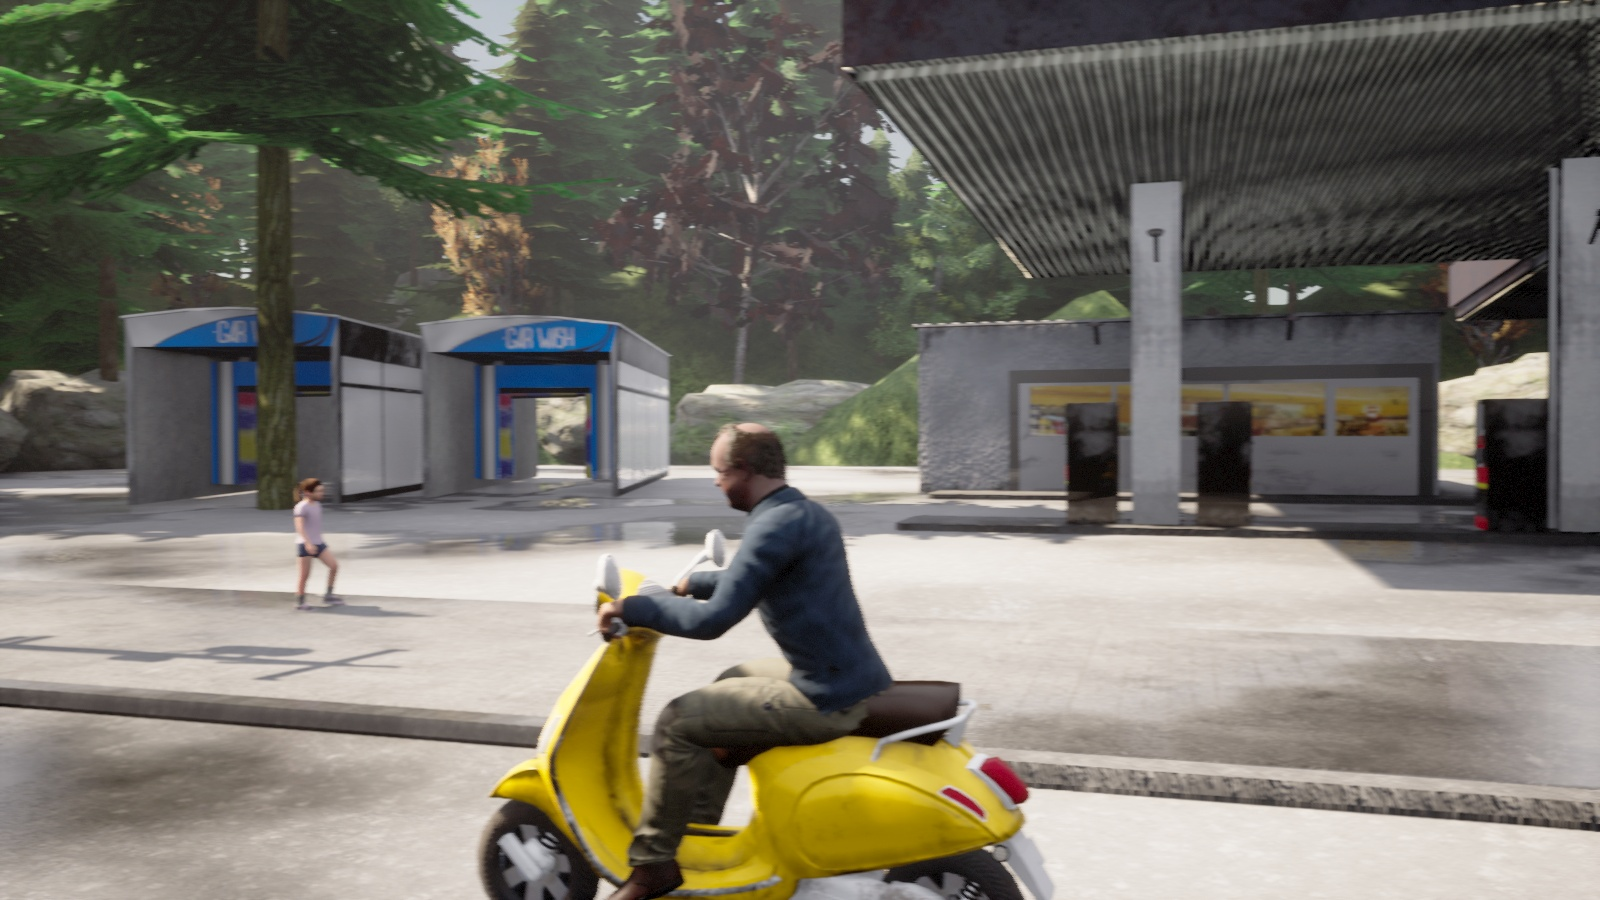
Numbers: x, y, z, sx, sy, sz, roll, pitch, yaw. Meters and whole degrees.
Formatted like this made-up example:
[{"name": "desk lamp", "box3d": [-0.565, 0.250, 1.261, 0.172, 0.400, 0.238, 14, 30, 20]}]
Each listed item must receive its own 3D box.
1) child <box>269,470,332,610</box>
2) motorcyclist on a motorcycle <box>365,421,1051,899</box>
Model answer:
[{"name": "child", "box3d": [-4.057, 0.721, 10.203, 0.394, 1.110, 0.255, 0, 1, 11]}, {"name": "motorcyclist on a motorcycle", "box3d": [-0.243, 0.712, 3.708, 1.817, 1.590, 0.866, 1, 1, 19]}]
